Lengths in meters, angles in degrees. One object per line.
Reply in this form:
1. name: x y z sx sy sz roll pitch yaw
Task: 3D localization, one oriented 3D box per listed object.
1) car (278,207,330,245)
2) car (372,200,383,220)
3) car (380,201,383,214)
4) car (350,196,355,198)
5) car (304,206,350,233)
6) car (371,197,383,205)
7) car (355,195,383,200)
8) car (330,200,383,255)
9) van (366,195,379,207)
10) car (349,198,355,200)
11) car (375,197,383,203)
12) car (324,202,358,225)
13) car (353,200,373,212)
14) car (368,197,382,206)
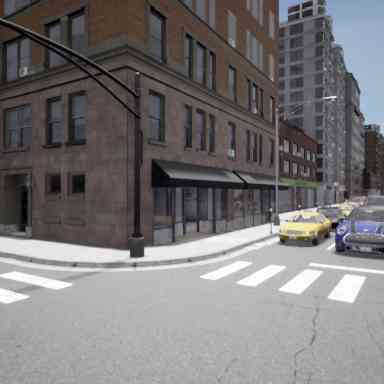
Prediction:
1. car: 5.481 1.566 15.888 1.752 1.417 4.829 0 0 32
2. car: 17.496 1.553 29.804 2.128 1.511 4.902 0 0 32
3. car: 22.216 1.672 37.253 1.895 1.301 4.718 0 0 32
4. car: 17.569 1.381 35.209 2.192 1.841 5.009 0 0 32
5. car: 8.571 1.613 20.826 1.947 1.339 4.313 0 0 32
6. car: 35.563 1.679 63.973 1.802 1.307 4.206 0 0 32
7. car: 12.217 1.272 21.462 2.150 2.045 5.566 0 0 33
8. car: 7.157 1.391 13.362 2.097 1.767 4.553 0 0 32
9. van: 29.566 1.427 54.384 1.690 1.788 3.998 0 0 32
10. car: 14.479 1.586 30.270 1.752 1.417 4.829 0 0 32
11. car: 41.558 1.712 73.558 1.802 1.307 4.206 0 0 32
12. car: 11.480 1.579 25.476 1.752 1.417 4.829 0 0 32
13. car: 20.568 1.654 40.002 1.802 1.307 4.206 0 0 32
14. car: 32.565 1.635 59.179 1.887 1.381 4.507 0 0 32
